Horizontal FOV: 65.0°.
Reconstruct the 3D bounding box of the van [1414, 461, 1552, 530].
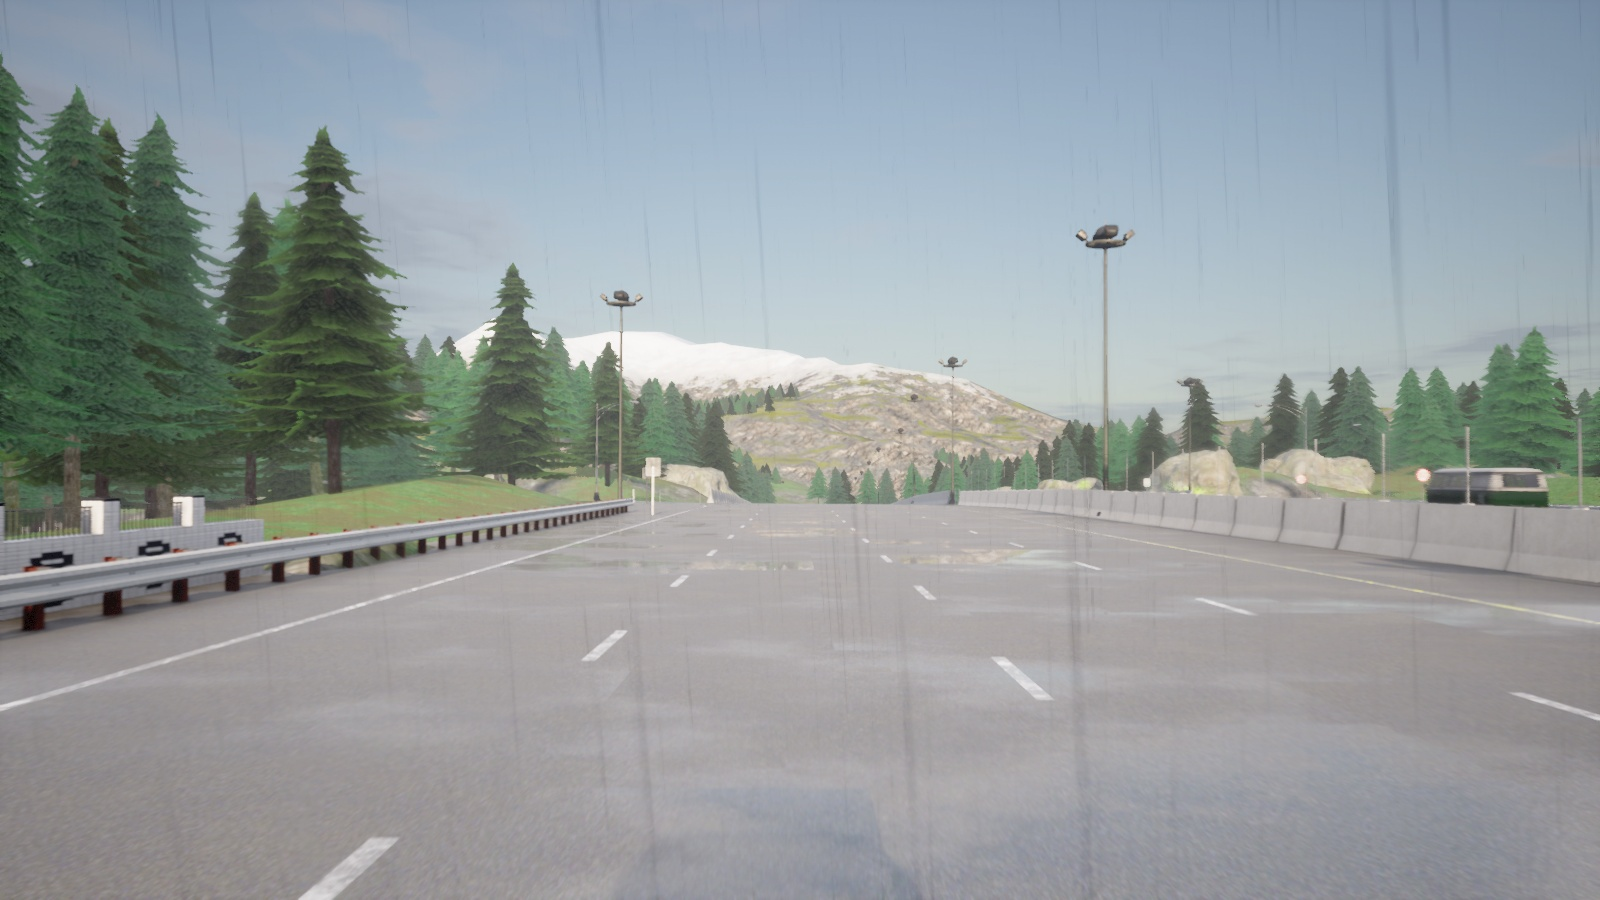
[{"bbox_3d":[20.906,1.365,38.662,1.775,1.987,4.442,0,-1,0],"label":"van"}]
